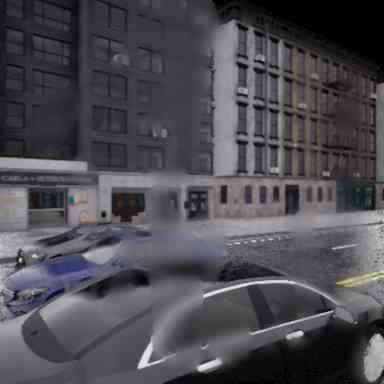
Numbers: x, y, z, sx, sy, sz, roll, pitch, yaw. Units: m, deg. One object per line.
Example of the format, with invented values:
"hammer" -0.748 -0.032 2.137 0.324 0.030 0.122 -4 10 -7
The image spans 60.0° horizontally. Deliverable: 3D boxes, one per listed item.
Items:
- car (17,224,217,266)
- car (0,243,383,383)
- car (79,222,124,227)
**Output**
"car" -1.209 1.543 6.811 4.674 1.442 1.812 0 0 -35
"car" 0.394 1.520 3.716 4.892 1.490 1.837 0 0 -35
"car" -2.761 1.584 9.695 4.181 1.385 1.994 0 0 -35
